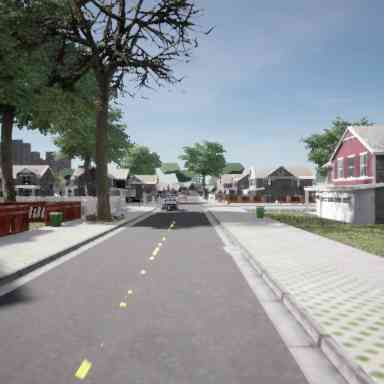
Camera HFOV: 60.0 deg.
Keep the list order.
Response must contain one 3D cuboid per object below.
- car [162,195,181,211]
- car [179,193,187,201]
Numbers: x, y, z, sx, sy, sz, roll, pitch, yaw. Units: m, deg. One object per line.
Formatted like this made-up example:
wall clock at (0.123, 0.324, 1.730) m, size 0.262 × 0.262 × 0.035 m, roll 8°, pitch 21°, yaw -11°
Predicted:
car at (-2.677, 1.523, 41.650) m, size 1.882 × 1.535 × 5.008 m, roll 0°, pitch 0°, yaw 0°
car at (-2.587, 1.257, 90.374) m, size 2.150 × 2.045 × 5.566 m, roll 0°, pitch 0°, yaw 0°
